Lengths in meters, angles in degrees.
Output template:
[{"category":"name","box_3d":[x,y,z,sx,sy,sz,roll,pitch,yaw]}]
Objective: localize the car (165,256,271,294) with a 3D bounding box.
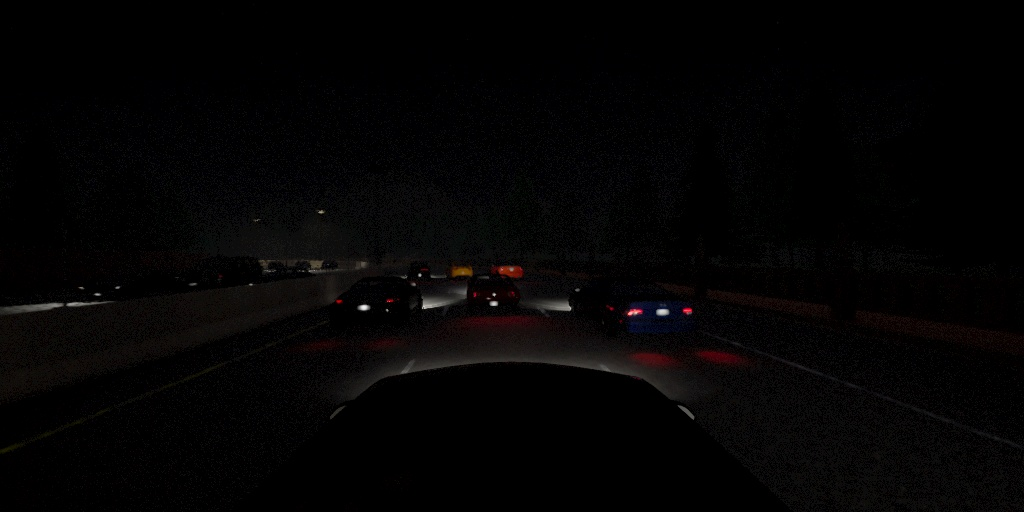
[{"category":"car","box_3d":[-16.251,1.042,20.301,2.150,2.045,5.566,0,0,-13]}]

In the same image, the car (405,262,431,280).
[{"category":"car","box_3d":[-8.147,1.293,31.239,1.837,1.490,4.892,0,0,-17]}]

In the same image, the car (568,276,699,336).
[{"category":"car","box_3d":[3.098,1.286,10.389,2.033,1.411,5.357,0,0,-5]}]

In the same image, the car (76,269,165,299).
[{"category":"car","box_3d":[-19.540,1.380,19.031,2.033,1.411,5.357,0,0,-12]}]

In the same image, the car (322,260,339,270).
[{"category":"car","box_3d":[-29.233,1.360,57.673,1.882,1.535,5.008,0,0,-35]}]

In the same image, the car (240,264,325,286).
[{"category":"car","box_3d":[-12.642,1.352,20.207,2.033,1.411,5.357,0,0,-12]}]

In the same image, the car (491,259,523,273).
[{"category":"car","box_3d":[-0.553,1.109,30.121,2.097,1.767,4.553,0,0,-15]}]

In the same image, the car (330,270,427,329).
[{"category":"car","box_3d":[-4.099,1.332,11.426,1.994,1.385,4.181,0,0,-6]}]

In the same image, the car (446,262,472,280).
[{"category":"car","box_3d":[-4.814,1.252,32.326,1.882,1.535,5.008,0,0,-17]}]

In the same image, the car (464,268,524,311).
[{"category":"car","box_3d":[-0.892,1.357,14.582,1.895,1.301,4.718,0,0,-7]}]
